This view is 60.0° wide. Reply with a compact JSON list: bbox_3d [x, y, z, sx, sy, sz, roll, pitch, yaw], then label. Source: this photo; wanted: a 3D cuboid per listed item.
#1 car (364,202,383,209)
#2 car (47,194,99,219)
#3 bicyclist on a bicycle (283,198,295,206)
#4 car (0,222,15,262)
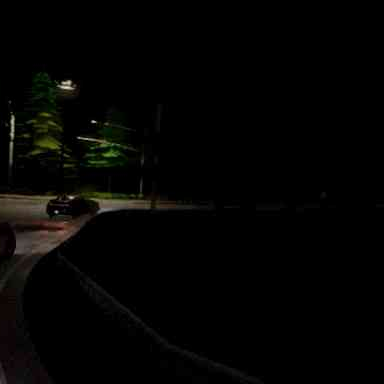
[{"bbox_3d":[27.263,2.198,50.015,4.892,1.490,1.837,2,4,-35],"label":"car"},{"bbox_3d":[-8.048,0.910,22.902,2.128,1.511,4.902,4,3,6],"label":"car"},{"bbox_3d":[9.814,1.413,33.265,0.582,1.620,1.656,2,35,-38],"label":"bicyclist on a bicycle"},{"bbox_3d":[-6.262,1.219,8.957,2.097,1.767,4.553,3,0,-18],"label":"car"}]
